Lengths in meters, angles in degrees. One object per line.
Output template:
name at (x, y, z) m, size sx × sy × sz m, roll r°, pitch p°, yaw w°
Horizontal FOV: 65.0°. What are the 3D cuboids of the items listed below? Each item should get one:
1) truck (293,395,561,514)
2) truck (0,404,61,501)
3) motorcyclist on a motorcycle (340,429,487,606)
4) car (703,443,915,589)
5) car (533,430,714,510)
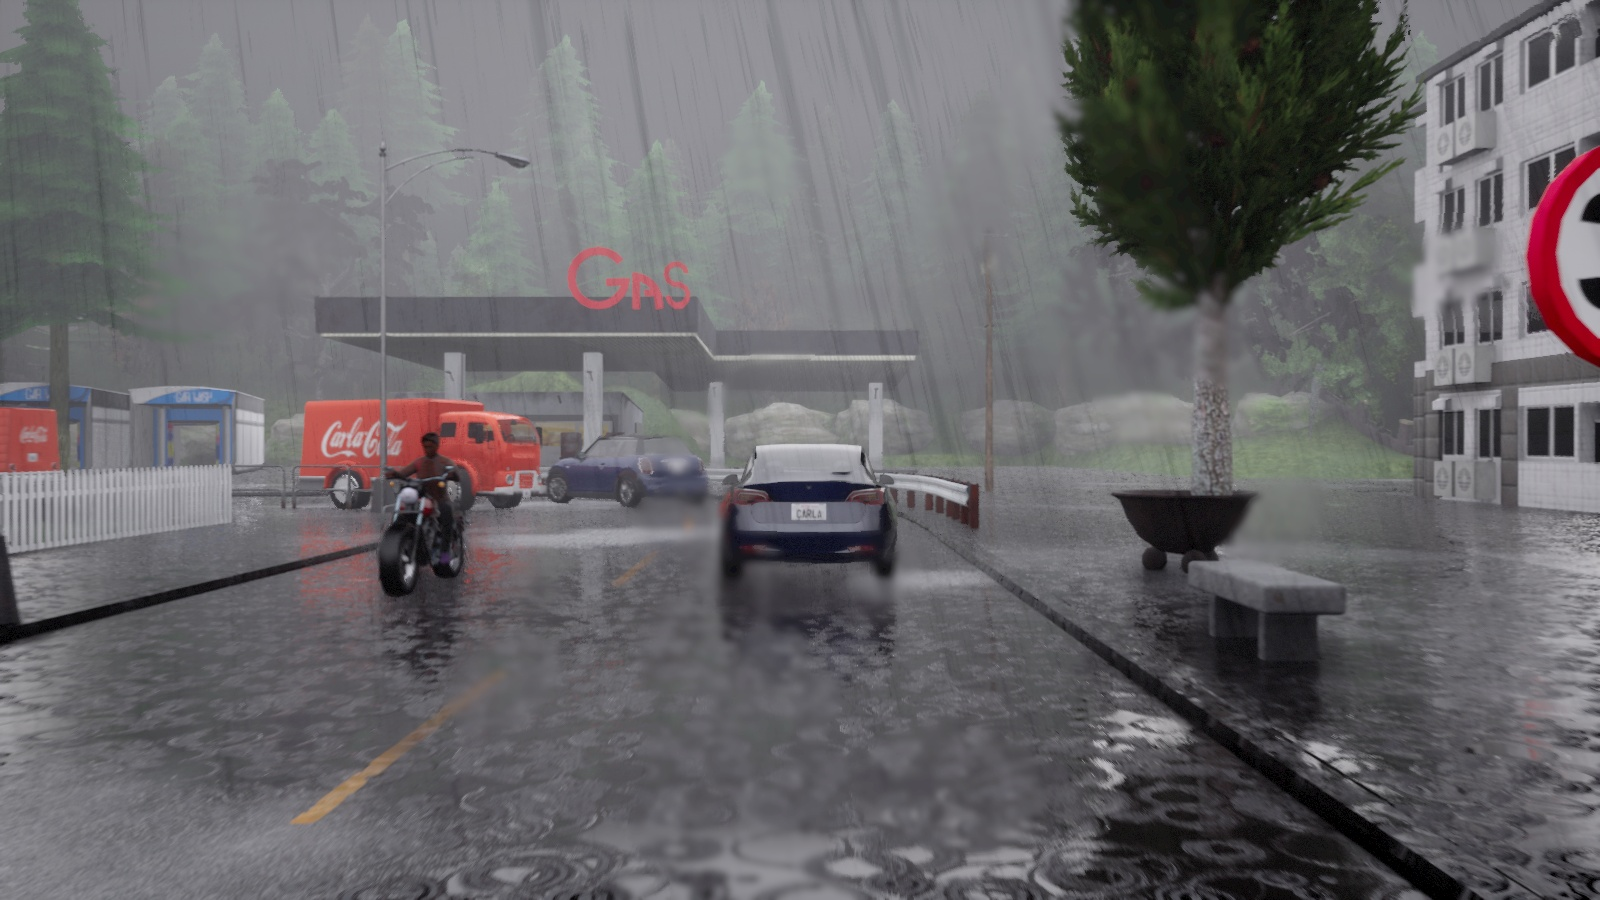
truck at (-8.321, 0.095, 28.118) m, size 5.204 × 2.467 × 2.627 m, roll 0°, pitch 0°, yaw 21°
truck at (-22.987, 0.054, 33.314) m, size 5.204 × 2.467 × 2.627 m, roll 0°, pitch 0°, yaw 0°
motorcyclist on a motorcycle at (-3.902, 0.621, 12.892) m, size 0.766 × 1.649 × 2.350 m, roll 0°, pitch 0°, yaw 0°
car at (0.103, 0.661, 15.222) m, size 2.163 × 1.488 × 4.792 m, roll 0°, pitch 0°, yaw 0°
car at (-4.314, 0.433, 30.262) m, size 2.097 × 1.767 × 4.553 m, roll 0°, pitch 1°, yaw -43°
